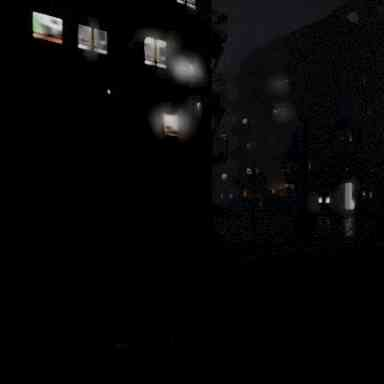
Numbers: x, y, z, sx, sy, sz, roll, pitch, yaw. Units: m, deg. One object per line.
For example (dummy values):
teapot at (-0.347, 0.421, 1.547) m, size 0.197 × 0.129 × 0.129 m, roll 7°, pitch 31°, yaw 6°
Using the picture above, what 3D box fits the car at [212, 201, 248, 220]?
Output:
car at (2.538, 1.710, 29.191) m, size 1.802 × 1.307 × 4.206 m, roll -2°, pitch 0°, yaw -36°

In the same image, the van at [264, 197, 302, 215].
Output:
van at (9.275, 1.365, 34.107) m, size 1.690 × 1.788 × 3.998 m, roll -2°, pitch 0°, yaw -36°

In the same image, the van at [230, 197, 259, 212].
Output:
van at (5.960, 1.439, 38.623) m, size 1.690 × 1.788 × 3.998 m, roll -2°, pitch 0°, yaw -36°
